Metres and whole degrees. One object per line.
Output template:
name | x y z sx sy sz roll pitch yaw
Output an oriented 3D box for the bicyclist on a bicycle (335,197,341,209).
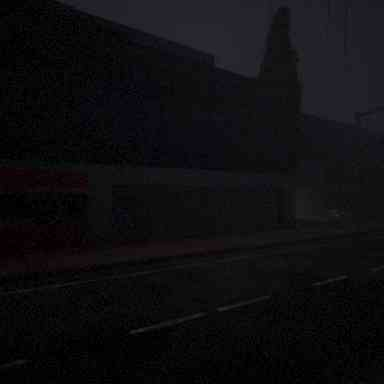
bicyclist on a bicycle | 20.264 1.511 46.160 1.656 1.620 0.582 0 0 -37
